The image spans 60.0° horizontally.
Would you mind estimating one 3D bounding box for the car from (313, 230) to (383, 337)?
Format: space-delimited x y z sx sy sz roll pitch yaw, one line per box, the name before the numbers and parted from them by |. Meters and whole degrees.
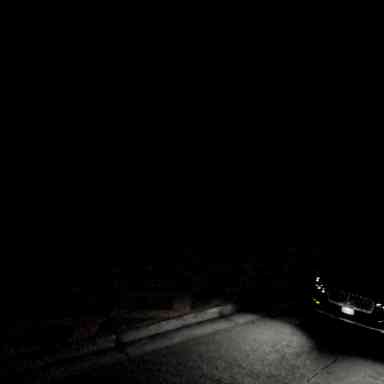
car | 4.348 1.503 6.478 4.892 1.490 1.837 -2 1 -35
